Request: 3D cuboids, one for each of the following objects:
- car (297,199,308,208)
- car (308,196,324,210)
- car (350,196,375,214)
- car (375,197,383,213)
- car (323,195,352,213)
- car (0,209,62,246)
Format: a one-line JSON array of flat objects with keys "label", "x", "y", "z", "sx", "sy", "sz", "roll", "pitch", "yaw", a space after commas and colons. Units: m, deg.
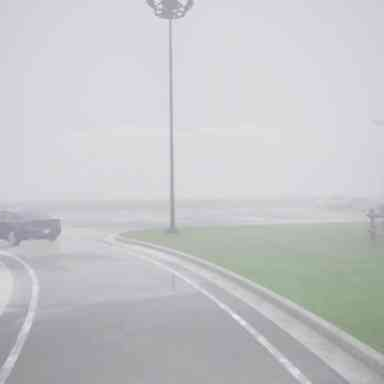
[{"label": "car", "x": 15.207, "y": 1.242, "z": 40.241, "sx": 4.902, "sy": 1.511, "sz": 2.128, "roll": 0, "pitch": 0, "yaw": -11}, {"label": "car", "x": 15.774, "y": 1.103, "z": 36.785, "sx": 4.553, "sy": 1.767, "sz": 2.097, "roll": -1, "pitch": 0, "yaw": -11}, {"label": "car", "x": 17.304, "y": 1.240, "z": 29.958, "sx": 4.902, "sy": 1.511, "sz": 2.128, "roll": -1, "pitch": 0, "yaw": -11}, {"label": "car", "x": 17.646, "y": 1.230, "z": 26.456, "sx": 5.008, "sy": 1.535, "sz": 1.882, "roll": -1, "pitch": 0, "yaw": -11}, {"label": "car", "x": 16.205, "y": 1.231, "z": 33.304, "sx": 5.008, "sy": 1.535, "sz": 1.882, "roll": -1, "pitch": 0, "yaw": -11}, {"label": "car", "x": -8.176, "y": 1.531, "z": 15.662, "sx": 5.008, "sy": 1.535, "sz": 1.882, "roll": -1, "pitch": 0, "yaw": 37}]
